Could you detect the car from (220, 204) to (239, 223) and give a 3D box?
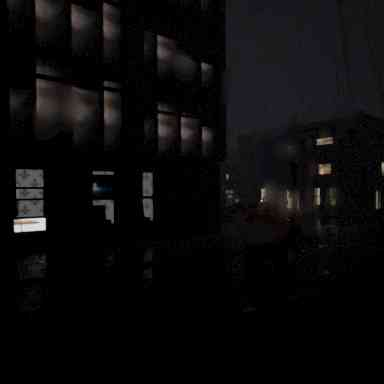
[{"bbox_3d":[1.576,1.922,28.505,1.947,1.339,4.313,-2,0,-37],"label":"car"}]

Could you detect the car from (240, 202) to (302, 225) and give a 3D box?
[{"bbox_3d":[6.439,1.609,26.573,2.097,1.767,4.553,-1,0,-37],"label":"car"}]

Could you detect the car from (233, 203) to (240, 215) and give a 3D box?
[{"bbox_3d":[5.189,1.901,38.102,2.008,1.369,4.403,-2,0,-37],"label":"car"}]
